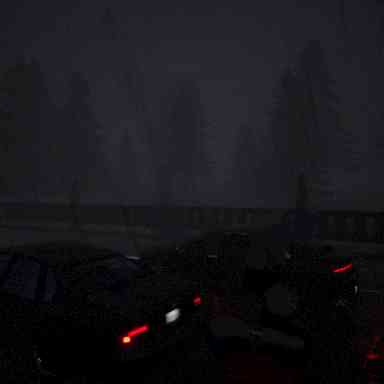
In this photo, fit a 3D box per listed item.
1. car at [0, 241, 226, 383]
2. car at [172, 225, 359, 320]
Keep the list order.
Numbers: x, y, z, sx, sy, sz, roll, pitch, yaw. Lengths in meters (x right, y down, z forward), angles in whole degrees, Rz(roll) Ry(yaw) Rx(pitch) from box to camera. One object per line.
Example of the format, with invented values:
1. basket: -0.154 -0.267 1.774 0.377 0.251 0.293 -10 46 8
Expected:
1. car: -2.351 1.541 5.348 5.357 1.411 2.033 0 0 32
2. car: 0.927 1.488 7.311 4.892 1.490 1.837 0 0 33
